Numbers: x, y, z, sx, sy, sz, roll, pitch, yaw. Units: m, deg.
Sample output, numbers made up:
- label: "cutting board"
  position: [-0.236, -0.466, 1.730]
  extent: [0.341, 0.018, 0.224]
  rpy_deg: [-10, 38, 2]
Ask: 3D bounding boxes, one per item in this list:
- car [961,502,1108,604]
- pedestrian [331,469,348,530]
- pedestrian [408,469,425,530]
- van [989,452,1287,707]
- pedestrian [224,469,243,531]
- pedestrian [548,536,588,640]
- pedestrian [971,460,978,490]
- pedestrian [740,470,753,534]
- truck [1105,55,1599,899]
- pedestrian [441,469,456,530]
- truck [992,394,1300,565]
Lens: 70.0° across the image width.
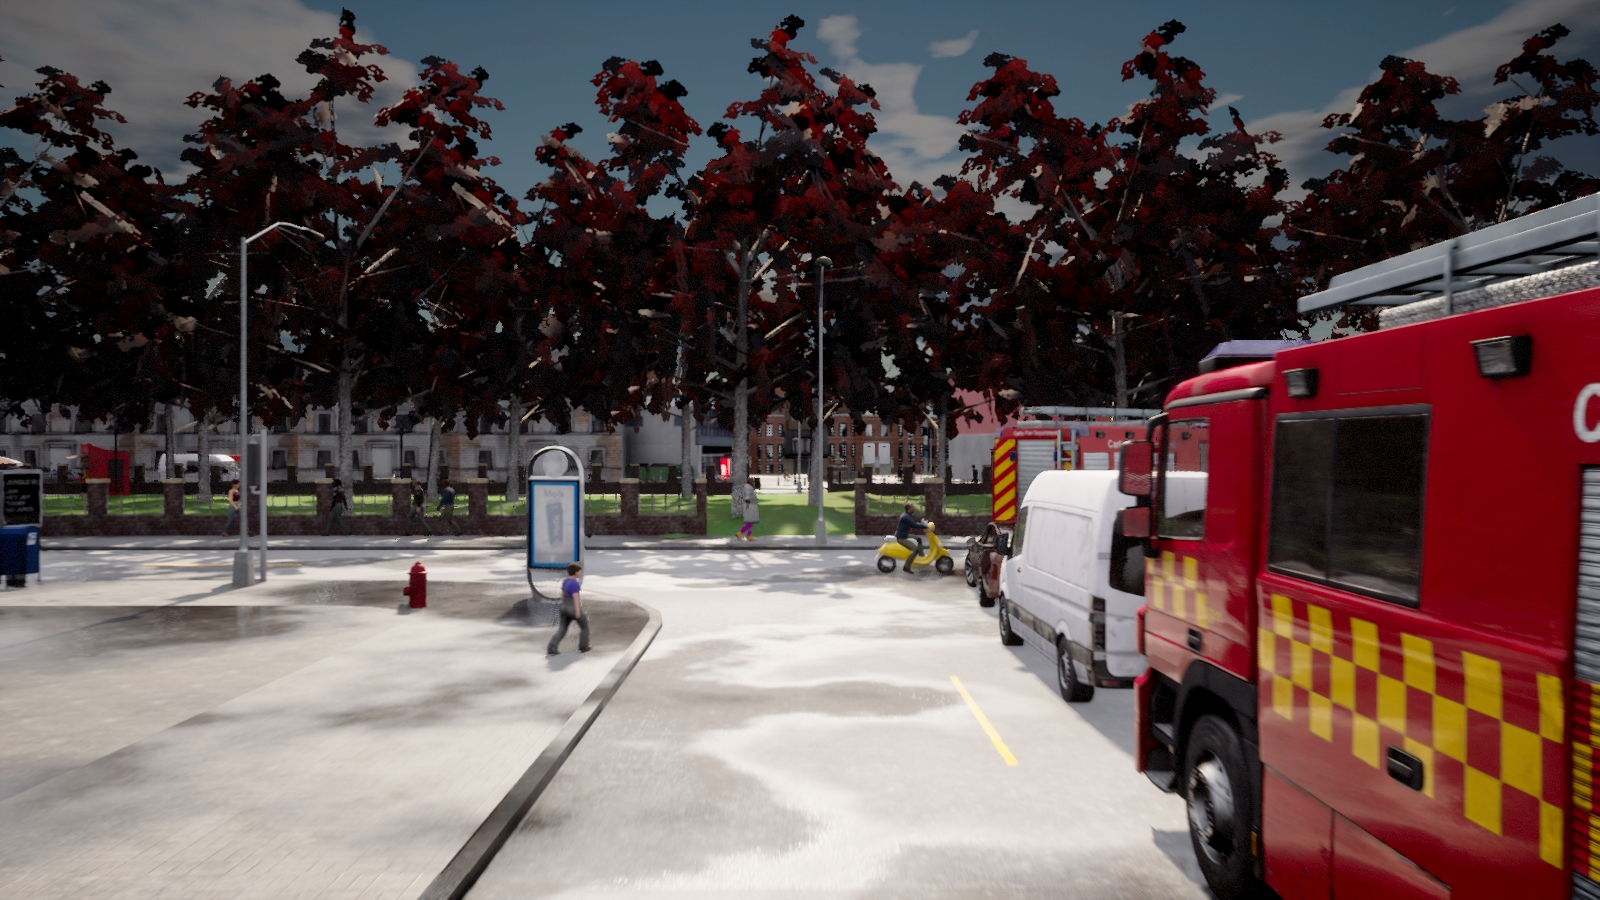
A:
- label: "car"
  position: [4.282, 1.843, 21.630]
  extent: [2.163, 1.488, 4.792]
  rpy_deg: [0, 0, 5]
- label: "pedestrian"
  position: [-14.202, 1.524, 35.212]
  extent: [0.375, 1.860, 0.375]
  rpy_deg: [0, 0, 0]
- label: "pedestrian"
  position: [-11.825, 1.523, 35.219]
  extent: [0.375, 1.860, 0.375]
  rpy_deg: [0, 0, 1]
- label: "van"
  position: [3.907, 1.314, 14.507]
  extent: [1.988, 2.561, 5.915]
  rpy_deg: [0, 0, 0]
- label: "pedestrian"
  position: [-17.307, 1.524, 34.887]
  extent: [0.375, 1.860, 0.375]
  rpy_deg: [0, 0, 11]
- label: "pedestrian"
  position: [-3.058, 1.804, 15.061]
  extent: [0.375, 1.300, 0.375]
  rpy_deg: [0, 0, 44]
- label: "pedestrian"
  position: [10.763, 1.525, 70.457]
  extent: [0.375, 1.860, 0.375]
  rpy_deg: [0, 0, 0]
- label: "pedestrian"
  position: [-1.561, 1.523, 33.504]
  extent: [0.375, 1.860, 0.375]
  rpy_deg: [0, 0, -4]
- label: "truck"
  position: [3.953, 0.671, 5.109]
  extent: [2.891, 3.827, 8.468]
  rpy_deg: [0, 0, 0]
- label: "pedestrian"
  position: [-10.838, 1.524, 35.231]
  extent: [0.375, 1.860, 0.375]
  rpy_deg: [0, 0, 0]
- label: "truck"
  position: [9.009, 0.670, 29.189]
  extent: [8.468, 3.827, 2.891]
  rpy_deg: [0, 0, -35]
